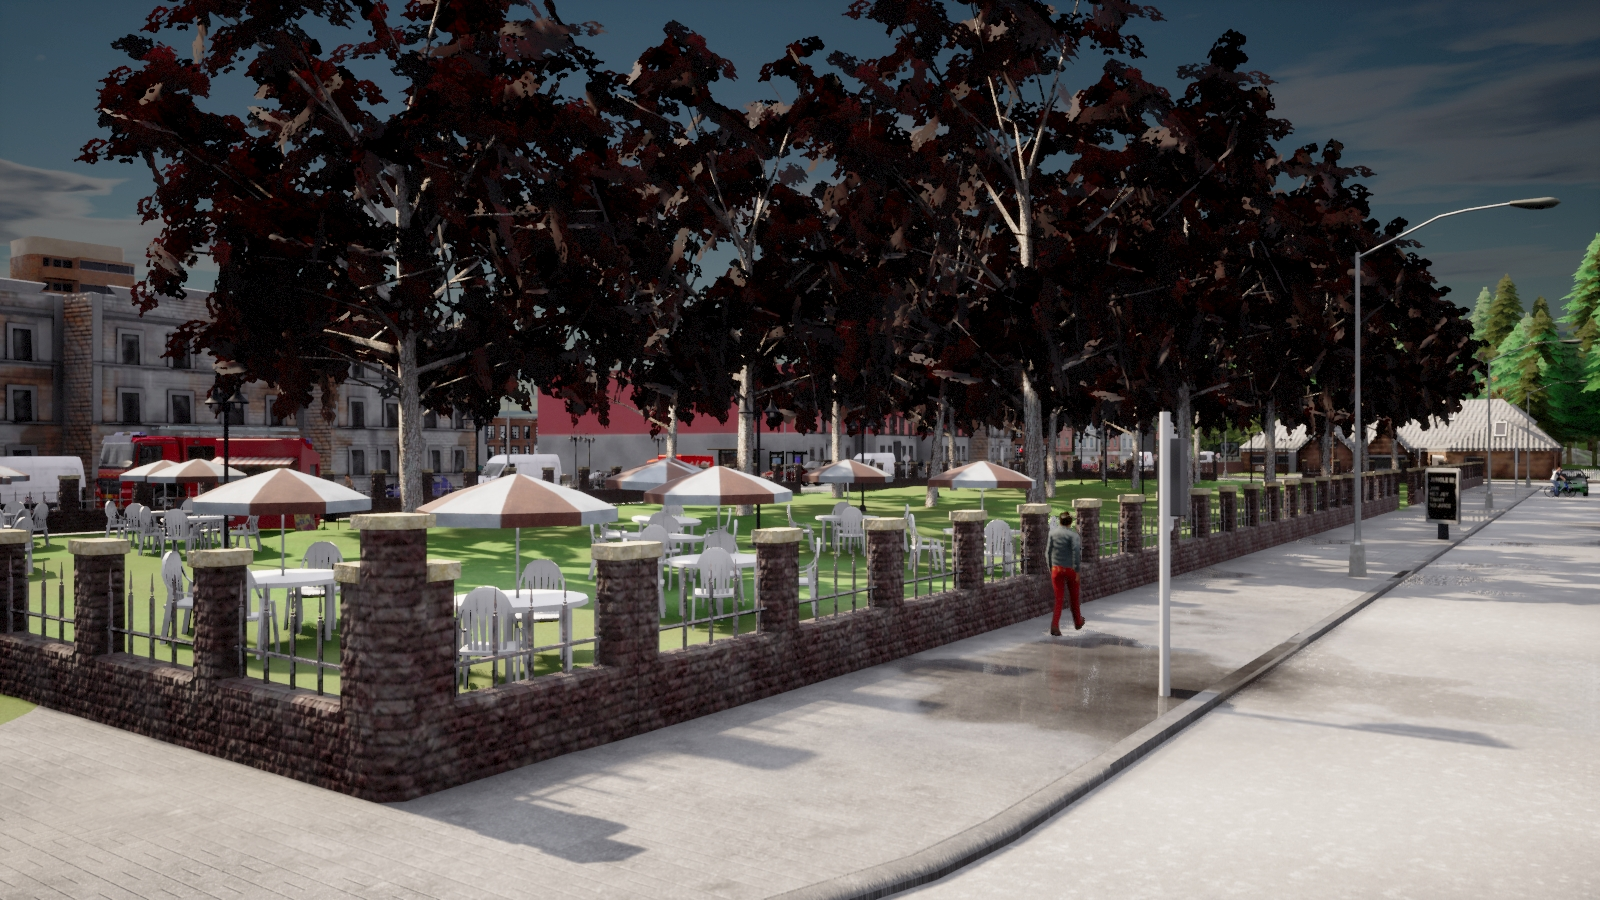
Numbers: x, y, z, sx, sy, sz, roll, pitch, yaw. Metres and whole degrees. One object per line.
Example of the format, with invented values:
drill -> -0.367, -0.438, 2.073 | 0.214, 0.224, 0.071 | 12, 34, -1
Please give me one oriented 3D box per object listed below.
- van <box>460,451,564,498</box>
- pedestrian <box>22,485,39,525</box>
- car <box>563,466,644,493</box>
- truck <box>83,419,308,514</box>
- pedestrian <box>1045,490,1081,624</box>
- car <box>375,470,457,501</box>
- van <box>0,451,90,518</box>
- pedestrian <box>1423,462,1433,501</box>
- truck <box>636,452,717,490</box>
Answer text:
van -> -16.329, 1.314, 65.083 | 1.988, 2.561, 5.915 | 0, 0, 35
pedestrian -> -25.211, 1.805, 37.439 | 0.375, 1.300, 0.375 | 0, 0, 41
car -> -12.166, 1.814, 71.050 | 2.097, 1.535, 5.006 | 0, 0, 35
truck -> -26.598, 0.670, 50.778 | 2.891, 3.827, 8.468 | 0, 0, 35
pedestrian -> 3.758, 1.517, 16.328 | 0.375, 1.860, 0.375 | 0, 0, 37
car -> -20.045, 1.818, 59.739 | 1.845, 1.501, 3.633 | 0, 0, 35
van -> -31.021, 1.314, 44.007 | 1.988, 2.561, 5.915 | 0, 0, 35
pedestrian -> 30.220, 1.525, 55.003 | 0.375, 1.860, 0.375 | 0, 0, 35
truck -> -8.233, 1.348, 76.671 | 2.627, 2.467, 5.204 | 0, 0, 35
